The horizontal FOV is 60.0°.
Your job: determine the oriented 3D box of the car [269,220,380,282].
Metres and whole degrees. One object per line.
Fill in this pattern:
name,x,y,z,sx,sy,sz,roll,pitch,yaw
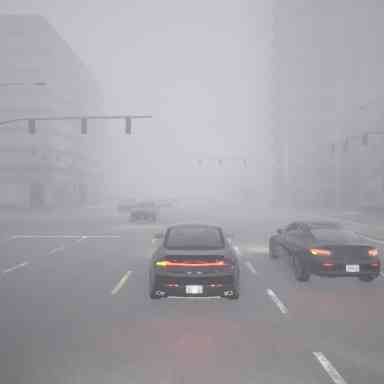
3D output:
car,3.567,1.526,9.664,1.812,1.442,4.674,0,0,0

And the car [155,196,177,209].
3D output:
car,-3.582,1.547,46.922,2.033,1.411,5.357,0,0,0

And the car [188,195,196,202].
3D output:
car,0.025,1.364,73.917,2.128,1.511,4.902,0,0,0

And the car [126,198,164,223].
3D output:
car,-3.591,1.477,26.088,1.882,1.535,5.008,0,0,0

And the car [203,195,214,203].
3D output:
car,3.567,1.502,71.151,1.837,1.490,4.892,0,0,0

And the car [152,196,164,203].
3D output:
car,-6.976,1.535,69.210,2.033,1.411,5.357,0,0,0

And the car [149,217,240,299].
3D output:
car,0.061,1.505,8.409,1.837,1.490,4.892,0,0,0

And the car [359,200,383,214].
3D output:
car,20.858,1.547,35.520,5.357,1.411,2.033,0,0,1

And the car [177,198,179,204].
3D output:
car,-3.534,1.564,63.000,1.994,1.385,4.181,0,0,1

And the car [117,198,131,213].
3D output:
car,-7.087,1.477,37.588,1.882,1.535,5.008,0,0,0
